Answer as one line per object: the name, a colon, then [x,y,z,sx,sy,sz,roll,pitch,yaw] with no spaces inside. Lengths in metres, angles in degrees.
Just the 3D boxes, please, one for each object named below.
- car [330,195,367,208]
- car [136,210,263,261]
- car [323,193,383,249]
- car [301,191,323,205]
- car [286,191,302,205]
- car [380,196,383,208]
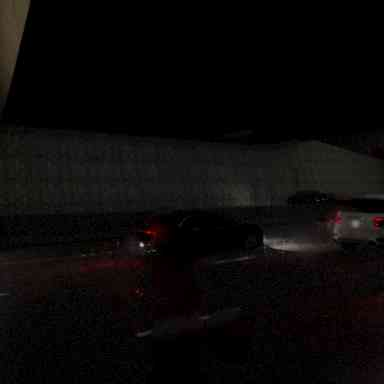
car: [19.166,1.154,40.607,4.674,1.442,1.812,-1,0,-32]
car: [0.411,1.433,12.033,4.892,1.490,1.837,-1,0,-32]
car: [7.711,1.094,12.489,5.566,2.045,2.150,-1,0,-32]
car: [16.954,0.981,43.355,4.553,1.767,2.097,-1,0,-32]
car: [15.769,0.838,46.747,5.566,2.045,2.150,-1,0,-32]
car: [25.230,1.134,40.273,5.357,1.411,2.033,-1,0,-32]
